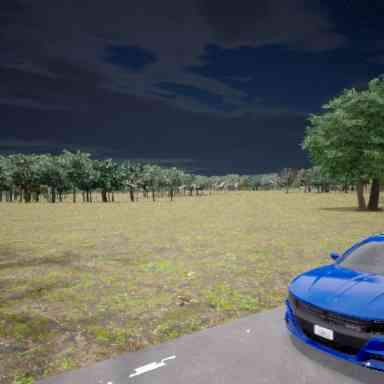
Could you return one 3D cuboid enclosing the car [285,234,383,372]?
[{"bbox_3d":[3.661,1.478,5.607,5.008,1.535,1.882,0,0,-36],"label":"car"}]
